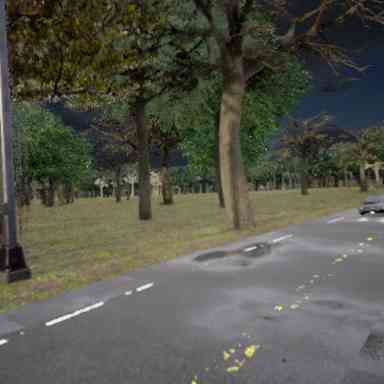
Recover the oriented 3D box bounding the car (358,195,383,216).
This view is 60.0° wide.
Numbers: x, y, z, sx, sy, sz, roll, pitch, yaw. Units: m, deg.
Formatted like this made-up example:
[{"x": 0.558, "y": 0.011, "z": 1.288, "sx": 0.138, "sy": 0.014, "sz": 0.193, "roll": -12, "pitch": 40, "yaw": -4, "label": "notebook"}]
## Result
[{"x": 13.618, "y": 0.901, "z": 24.187, "sx": 2.033, "sy": 1.411, "sz": 5.357, "roll": -3, "pitch": 0, "yaw": 39, "label": "car"}]
